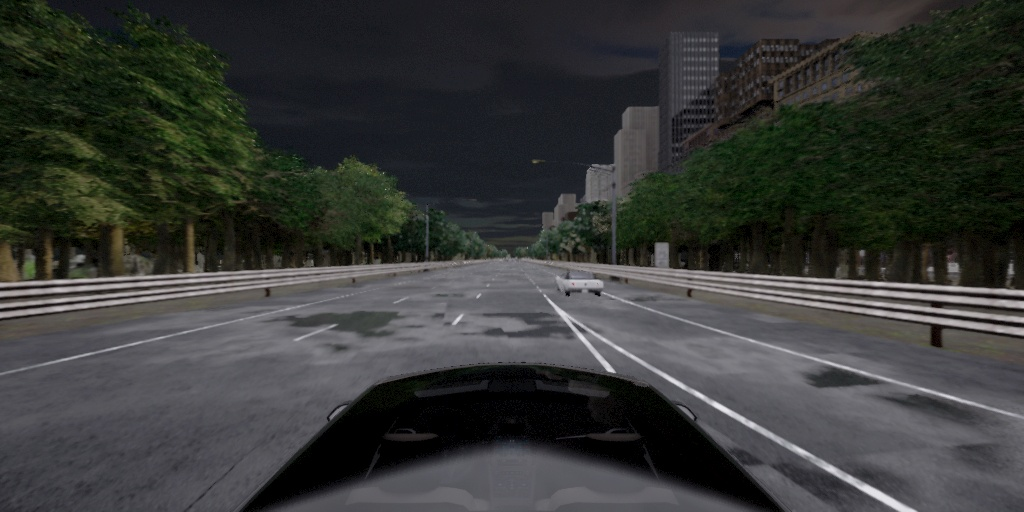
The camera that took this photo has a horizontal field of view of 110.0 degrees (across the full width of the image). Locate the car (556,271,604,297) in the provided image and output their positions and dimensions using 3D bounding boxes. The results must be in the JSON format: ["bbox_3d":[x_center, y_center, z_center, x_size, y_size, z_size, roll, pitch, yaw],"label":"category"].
[{"bbox_3d":[3.599,1.470,19.953,1.895,1.301,4.718,0,0,-1],"label":"car"}]
